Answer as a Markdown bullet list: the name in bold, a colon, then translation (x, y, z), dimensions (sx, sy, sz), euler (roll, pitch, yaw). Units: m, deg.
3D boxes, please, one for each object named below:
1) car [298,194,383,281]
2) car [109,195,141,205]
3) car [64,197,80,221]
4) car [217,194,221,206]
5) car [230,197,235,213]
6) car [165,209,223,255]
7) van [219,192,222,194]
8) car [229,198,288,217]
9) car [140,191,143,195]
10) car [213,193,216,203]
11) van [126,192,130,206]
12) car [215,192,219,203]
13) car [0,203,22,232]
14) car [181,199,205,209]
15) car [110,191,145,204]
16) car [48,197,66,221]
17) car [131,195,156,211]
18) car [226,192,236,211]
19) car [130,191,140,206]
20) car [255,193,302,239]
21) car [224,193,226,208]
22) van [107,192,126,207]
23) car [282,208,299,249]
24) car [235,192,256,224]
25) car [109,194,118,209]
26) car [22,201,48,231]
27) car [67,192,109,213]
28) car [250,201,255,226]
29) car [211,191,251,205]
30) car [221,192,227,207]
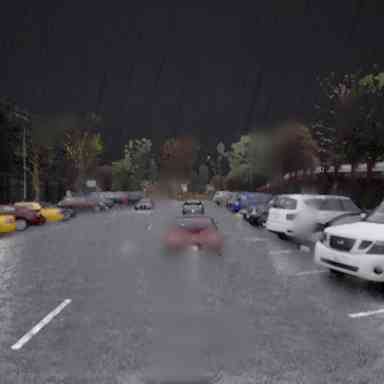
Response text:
- **car**: translation (5.908, 1.191, 8.547), dimensions (5.566, 2.045, 2.435), euler (1, 1, -20)
- **car**: translation (-10.945, 1.238, 54.049), dimensions (4.792, 1.488, 2.163), euler (-1, 0, -20)
- **car**: translation (-10.973, 1.393, 24.453), dimensions (4.792, 1.488, 2.163), euler (-1, 0, -20)
- **car**: translation (5.973, 1.291, 38.781), dimensions (4.892, 1.521, 2.231), euler (1, 1, -20)
- **car**: translation (5.774, 1.362, 23.606), dimensions (5.366, 1.575, 1.946), euler (1, 1, -20)
- **car**: translation (0.082, 1.535, 12.872), dimensions (1.895, 1.301, 4.718), euler (0, 0, 0)
- **van**: translation (6.081, 1.050, 41.848), dimensions (4.442, 1.987, 1.878), euler (1, 0, -20)
- **car**: translation (5.924, 1.366, 29.708), dimensions (4.792, 1.488, 2.163), euler (1, 1, -20)
- **car**: translation (-10.944, 0.973, 51.080), dimensions (5.566, 2.045, 2.435), euler (-1, 0, -20)
- **car**: translation (5.959, 0.991, 47.829), dimensions (5.566, 2.045, 2.435), euler (1, 1, -20)
- **van**: translation (-11.084, 1.032, 45.104), dimensions (4.442, 1.987, 1.878), euler (-1, 1, -20)
- **car**: translation (6.008, 1.133, 44.831), dimensions (4.553, 1.767, 2.185), euler (1, 1, -20)
- **car**: translation (-11.178, 1.408, 15.489), dimensions (5.366, 1.575, 1.946), euler (-1, 1, -20)
- **car**: translation (0.103, 1.342, 29.660), dimensions (2.128, 1.511, 4.902), euler (0, 0, 0)
- **car**: translation (-10.983, 0.942, 56.964), dimensions (5.566, 2.045, 2.435), euler (-1, 1, -20)
- **car**: translation (-11.170, 1.378, 21.407), dimensions (5.366, 1.575, 1.946), euler (-1, 1, -20)
- **car**: translation (-5.076, 1.379, 36.614), dimensions (1.994, 1.385, 4.181), euler (0, 0, 0)
- **car**: translation (5.982, 1.101, 26.705), dimensions (5.566, 2.045, 2.435), euler (1, 0, -20)
- **car**: translation (-10.949, 0.989, 48.121), dimensions (5.566, 2.045, 2.435), euler (-1, 0, -20)
- **car**: translation (5.970, 1.162, 14.614), dimensions (5.566, 2.045, 2.435), euler (1, 0, -20)
- **car**: translation (5.931, 1.195, 32.731), dimensions (4.553, 1.767, 2.185), euler (1, 0, -20)
- **van**: translation (-11.088, 1.048, 42.145), dimensions (4.442, 1.987, 1.878), euler (-1, 1, -20)
- **car**: translation (5.905, 1.457, 11.572), dimensions (4.792, 1.488, 2.163), euler (1, 1, -20)
- **car**: translation (5.915, 1.131, 20.642), dimensions (5.566, 2.045, 2.435), euler (1, 1, -20)
- **car**: translation (-10.983, 1.304, 36.279), dimensions (4.892, 1.521, 2.231), euler (-1, 1, -20)
- **car**: translation (-11.004, 1.393, 18.523), dimensions (5.008, 1.535, 2.097), euler (-1, 1, -20)
- **car**: translation (-11.017, 1.193, 33.303), dimensions (4.553, 1.767, 2.185), euler (-1, 0, -20)
- **car**: translation (5.927, 1.398, 17.636), dimensions (4.892, 1.521, 2.231), euler (1, 0, -20)
- **car**: translation (6.004, 0.975, 50.889), dimensions (5.566, 2.045, 2.435), euler (1, 0, -20)
- **car**: translation (5.926, 1.180, 35.760), dimensions (4.553, 1.767, 2.185), euler (1, 0, -20)
